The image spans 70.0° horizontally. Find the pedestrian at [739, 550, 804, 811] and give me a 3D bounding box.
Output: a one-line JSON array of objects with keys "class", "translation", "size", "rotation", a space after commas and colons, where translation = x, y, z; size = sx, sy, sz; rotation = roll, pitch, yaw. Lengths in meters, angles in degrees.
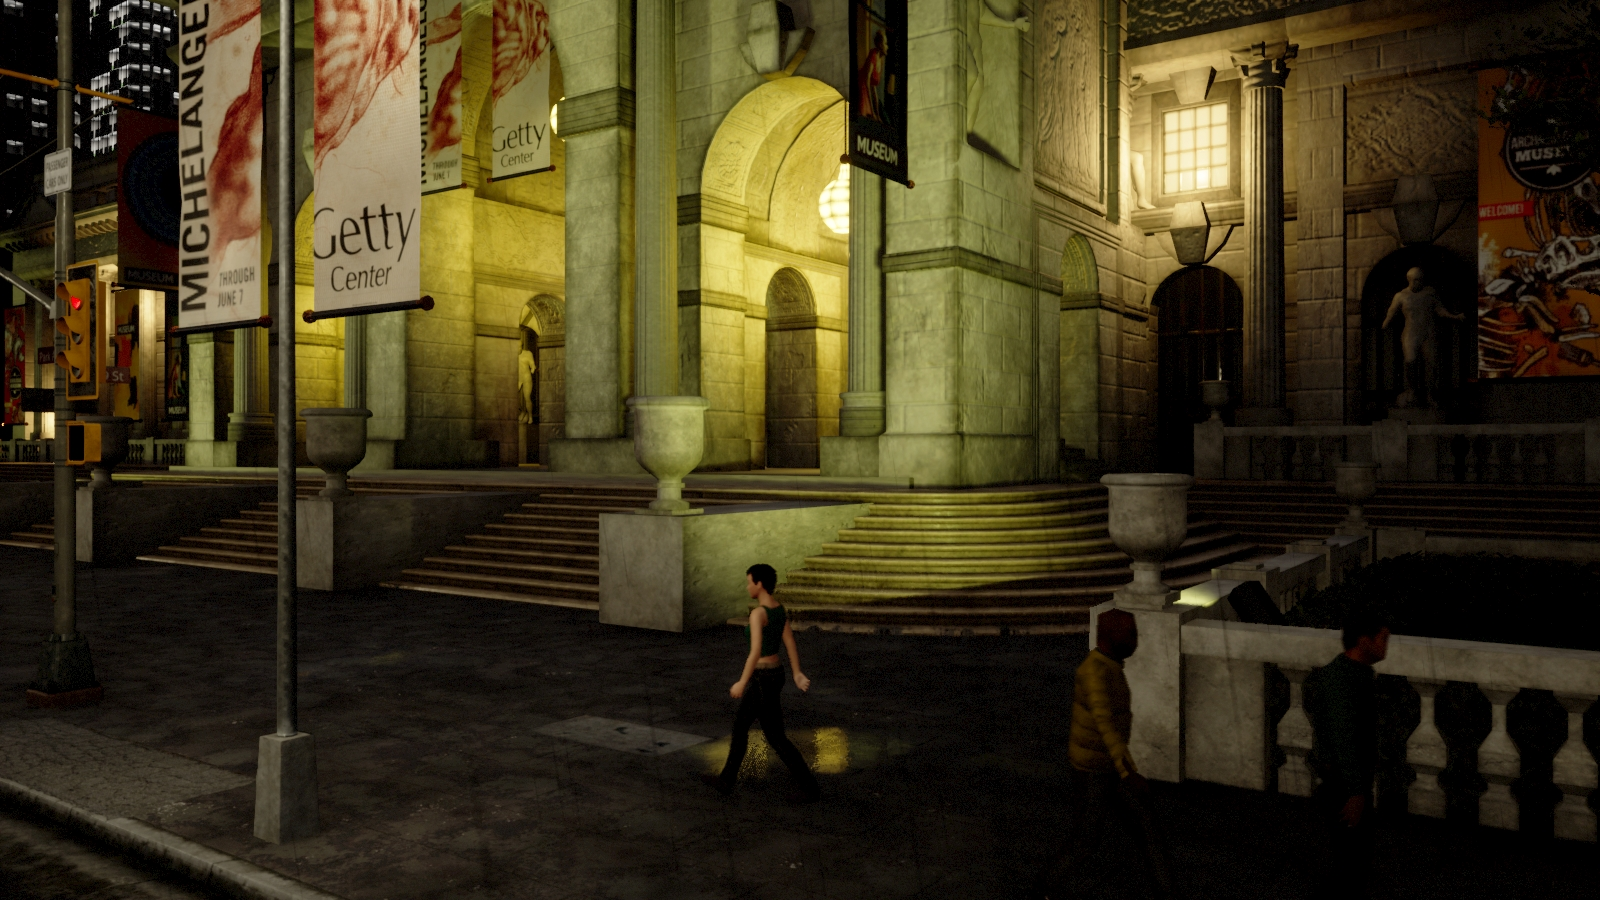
[{"class": "pedestrian", "translation": [-0.212, 1.698, 8.551], "size": [0.375, 1.860, 0.375], "rotation": [0, 0, 20]}]

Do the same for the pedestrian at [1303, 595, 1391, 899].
[{"class": "pedestrian", "translation": [2.779, 1.698, 5.796], "size": [0.375, 1.860, 0.375], "rotation": [0, 0, 30]}]

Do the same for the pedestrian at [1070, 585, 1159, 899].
[{"class": "pedestrian", "translation": [1.716, 1.697, 6.220], "size": [0.375, 1.860, 0.375], "rotation": [0, 0, 32]}]
